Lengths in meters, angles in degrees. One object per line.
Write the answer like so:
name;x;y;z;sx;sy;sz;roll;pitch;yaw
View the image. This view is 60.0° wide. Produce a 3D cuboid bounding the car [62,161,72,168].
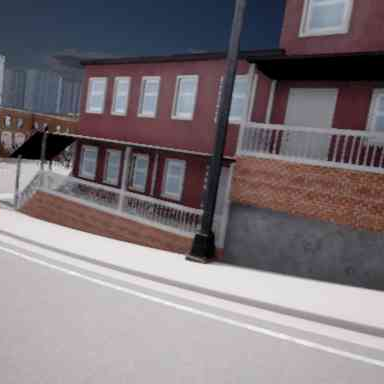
car;-15.725;-3.808;46.593;1.895;1.301;4.718;13;7;35
